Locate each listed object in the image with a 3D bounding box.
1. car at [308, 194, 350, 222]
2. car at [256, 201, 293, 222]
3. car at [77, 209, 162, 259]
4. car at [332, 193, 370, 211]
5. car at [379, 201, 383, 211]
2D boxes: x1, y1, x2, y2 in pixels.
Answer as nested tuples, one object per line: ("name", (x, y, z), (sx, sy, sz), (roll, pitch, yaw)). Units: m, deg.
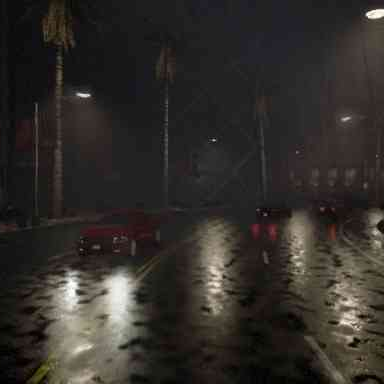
("car", (10.639, 1.283, 26.031), (2.097, 1.767, 4.553), (0, 0, 33))
("car", (6.486, 1.457, 26.025), (1.812, 1.442, 4.674), (0, 0, 31))
("car", (-2.571, 1.444, 12.821), (1.882, 1.535, 5.008), (0, 0, 10))
("car", (18.112, 1.119, 38.239), (5.566, 2.045, 2.150), (0, 0, -33))
("car", (23.006, 1.380, 36.910), (5.008, 1.535, 1.882), (0, 0, -27))
